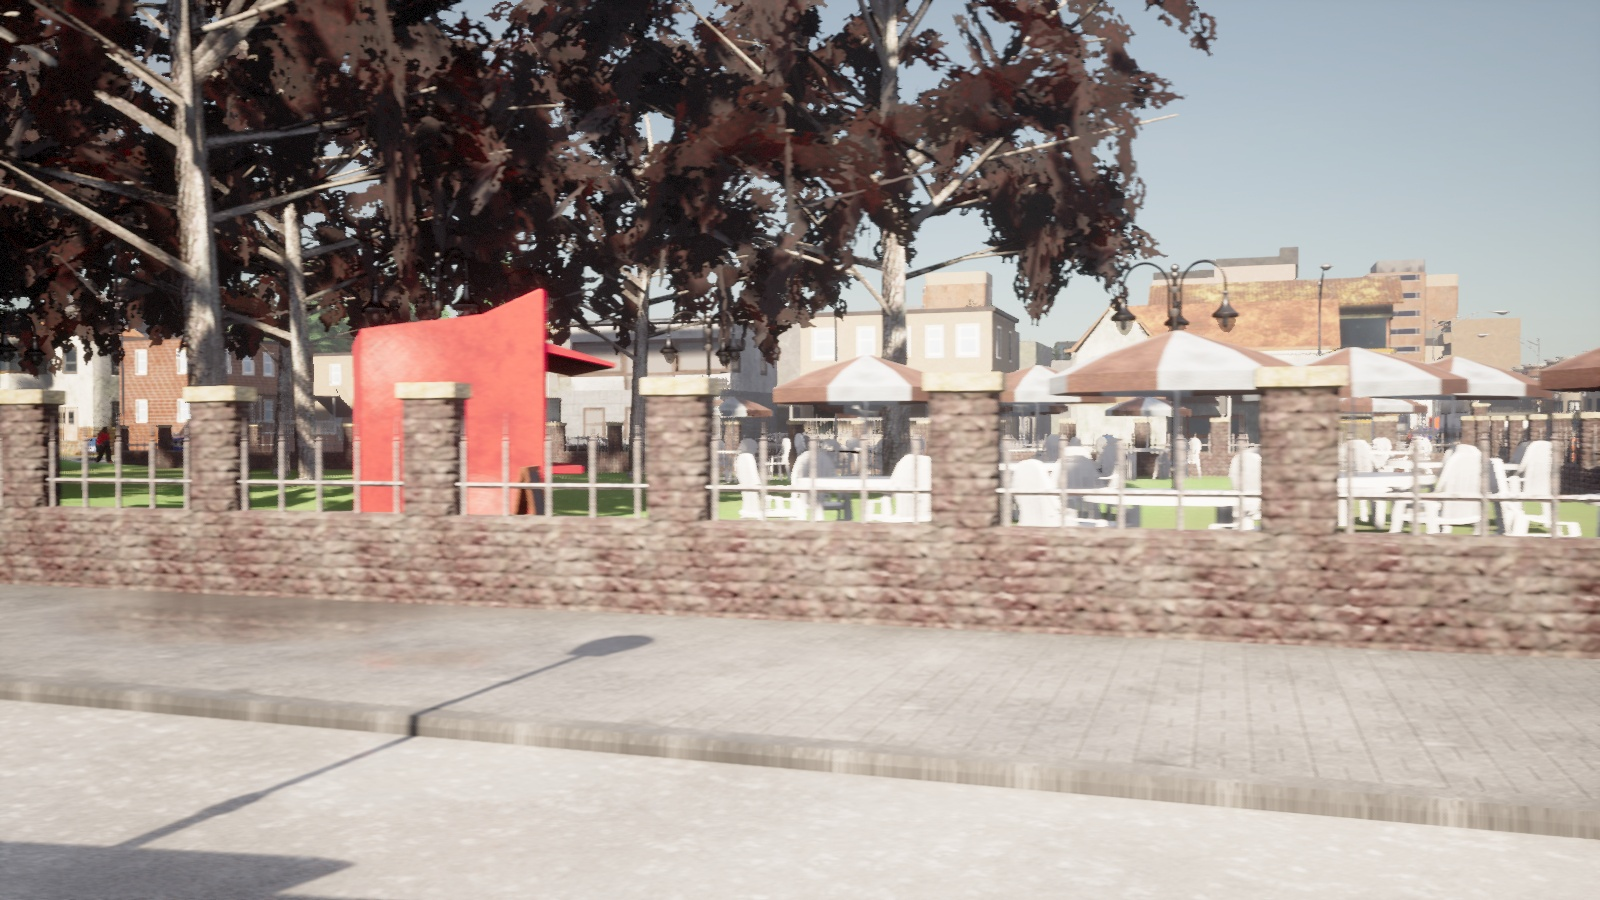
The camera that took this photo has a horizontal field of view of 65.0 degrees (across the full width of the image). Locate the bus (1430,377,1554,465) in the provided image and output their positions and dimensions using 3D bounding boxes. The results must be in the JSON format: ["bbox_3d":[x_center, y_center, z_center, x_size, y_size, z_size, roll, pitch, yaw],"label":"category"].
[{"bbox_3d":[36.233,-1.475,66.257,3.944,4.253,10.273,1,1,19],"label":"bus"}]

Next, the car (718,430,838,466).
[{"bbox_3d":[-0.979,-0.118,56.024,4.902,1.511,2.128,1,1,19],"label":"car"}]

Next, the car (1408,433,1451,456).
[{"bbox_3d":[42.574,-0.398,85.051,1.882,1.535,5.008,1,1,19],"label":"car"}]

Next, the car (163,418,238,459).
[{"bbox_3d":[-31.220,-0.623,65.594,2.150,2.045,5.566,0,1,-10],"label":"car"}]

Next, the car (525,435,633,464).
[{"bbox_3d":[-10.413,-0.060,59.214,4.718,1.301,1.895,1,1,19],"label":"car"}]

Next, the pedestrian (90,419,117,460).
[{"bbox_3d":[-31.323,-0.487,56.503,0.899,1.844,0.634,1,1,23],"label":"pedestrian"}]
